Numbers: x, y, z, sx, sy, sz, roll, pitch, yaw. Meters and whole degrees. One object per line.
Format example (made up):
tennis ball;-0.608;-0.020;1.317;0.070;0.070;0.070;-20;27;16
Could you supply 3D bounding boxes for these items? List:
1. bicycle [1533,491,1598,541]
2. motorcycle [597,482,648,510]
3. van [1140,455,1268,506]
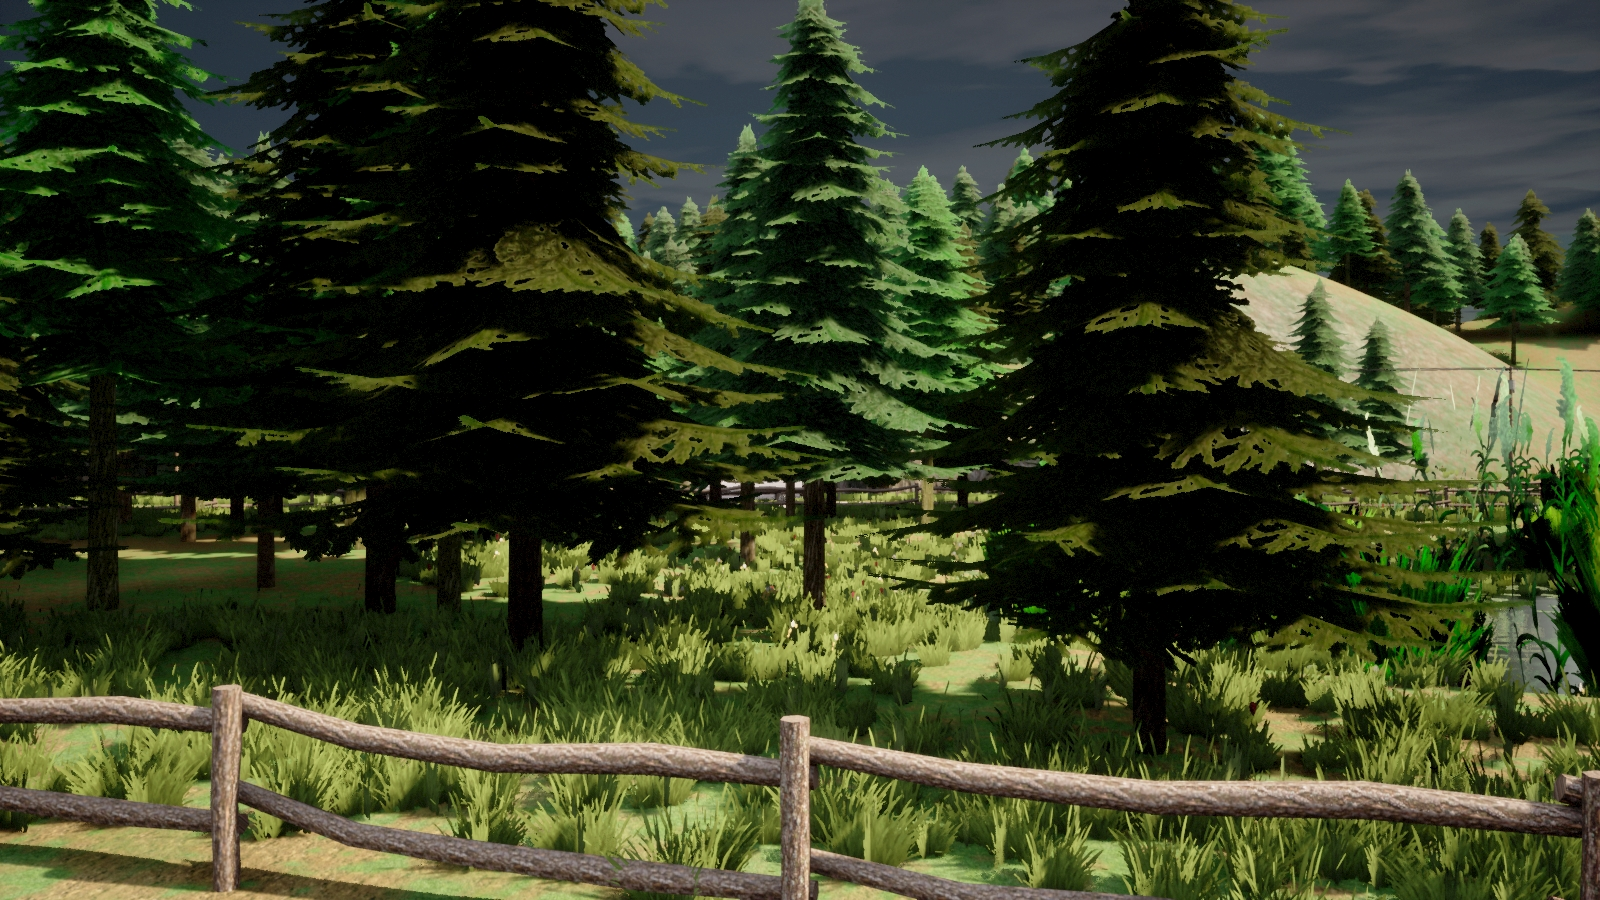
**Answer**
bicycle;23.924;2.039;35.741;1.643;1.496;0.373;0;-2;43
motorcycle;-8.404;2.178;54.100;2.209;1.251;0.867;0;0;14
van;20.692;1.534;58.690;5.915;2.561;1.988;0;0;7
